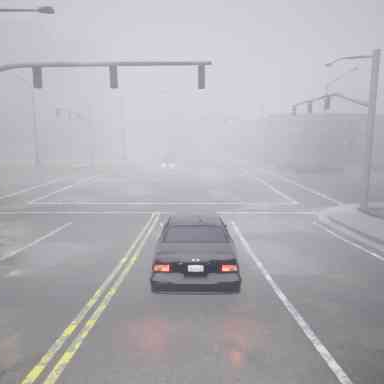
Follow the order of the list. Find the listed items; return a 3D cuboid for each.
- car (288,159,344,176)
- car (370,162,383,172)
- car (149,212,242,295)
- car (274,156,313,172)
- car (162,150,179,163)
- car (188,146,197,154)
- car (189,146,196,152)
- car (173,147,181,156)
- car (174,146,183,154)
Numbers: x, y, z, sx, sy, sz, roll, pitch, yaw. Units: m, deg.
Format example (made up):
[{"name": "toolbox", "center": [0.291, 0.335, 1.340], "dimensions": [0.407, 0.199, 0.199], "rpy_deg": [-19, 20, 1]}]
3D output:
[{"name": "car", "center": [12.762, -2.388, 33.923], "dimensions": [4.718, 1.301, 1.895], "rpy_deg": [0, 9, 0]}, {"name": "car", "center": [22.225, -2.946, 37.345], "dimensions": [4.718, 1.301, 1.895], "rpy_deg": [0, 9, 0]}, {"name": "car", "center": [0.081, 1.217, 8.409], "dimensions": [2.033, 1.411, 5.357], "rpy_deg": [0, 4, 0]}, {"name": "car", "center": [11.618, -3.197, 37.346], "dimensions": [4.553, 1.767, 2.097], "rpy_deg": [0, 9, 0]}, {"name": "car", "center": [-3.556, -5.306, 51.535], "dimensions": [2.033, 1.411, 5.357], "rpy_deg": [0, 9, 0]}, {"name": "car", "center": [0.063, -10.320, 81.097], "dimensions": [2.097, 1.767, 4.553], "rpy_deg": [0, 9, 0]}, {"name": "car", "center": [0.071, -11.807, 91.155], "dimensions": [1.994, 1.385, 4.181], "rpy_deg": [0, 9, 0]}, {"name": "car", "center": [-3.520, -6.892, 61.013], "dimensions": [1.837, 1.490, 4.892], "rpy_deg": [0, 9, 0]}, {"name": "car", "center": [-3.445, -8.516, 71.208], "dimensions": [2.033, 1.411, 5.357], "rpy_deg": [0, 9, 0]}]
